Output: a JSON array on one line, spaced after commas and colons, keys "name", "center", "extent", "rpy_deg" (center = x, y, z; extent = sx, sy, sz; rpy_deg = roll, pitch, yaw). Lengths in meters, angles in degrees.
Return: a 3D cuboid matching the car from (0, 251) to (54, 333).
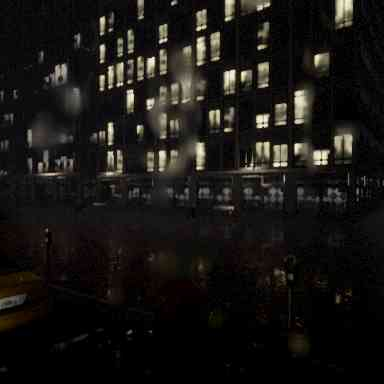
[{"name": "car", "center": [-4.456, 1.522, 6.033], "extent": [4.829, 1.417, 1.752], "rpy_deg": [0, 0, 35]}]
